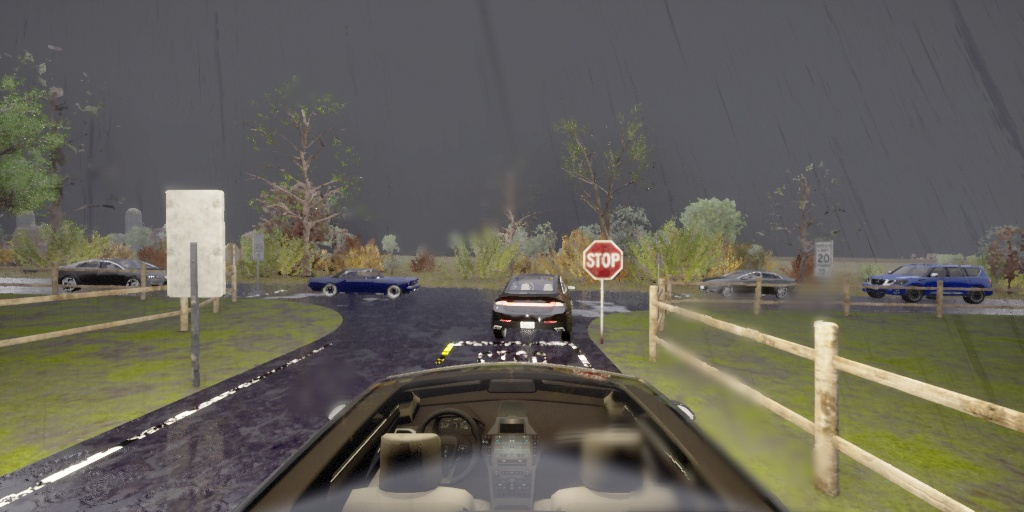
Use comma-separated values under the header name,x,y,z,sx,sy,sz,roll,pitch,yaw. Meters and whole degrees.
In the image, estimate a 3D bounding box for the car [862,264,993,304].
name,x,y,z,sx,sy,sz,roll,pitch,yaw
car,22.907,1.467,19.873,5.566,2.045,2.150,1,1,0

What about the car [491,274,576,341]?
name,x,y,z,sx,sy,sz,roll,pitch,yaw
car,0.710,1.240,9.934,2.128,1.511,4.902,0,0,9

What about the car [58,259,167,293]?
name,x,y,z,sx,sy,sz,roll,pitch,yaw
car,-18.483,0.886,16.990,4.902,1.511,2.128,1,1,0

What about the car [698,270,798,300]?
name,x,y,z,sx,sy,sz,roll,pitch,yaw
car,13.012,1.526,19.888,4.902,1.511,2.128,1,1,0

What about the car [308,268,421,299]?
name,x,y,z,sx,sy,sz,roll,pitch,yaw
car,-6.815,1.249,16.969,4.718,1.301,1.895,1,1,0
